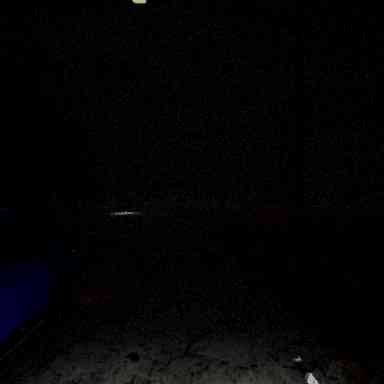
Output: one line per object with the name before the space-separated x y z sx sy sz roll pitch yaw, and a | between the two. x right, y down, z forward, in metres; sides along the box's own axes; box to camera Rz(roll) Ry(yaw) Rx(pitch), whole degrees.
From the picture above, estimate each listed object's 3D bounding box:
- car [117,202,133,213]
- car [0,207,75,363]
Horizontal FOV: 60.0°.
car | -9.218 2.023 45.554 2.033 1.411 5.357 0 -1 -15
car | -3.223 1.270 4.110 2.150 2.045 5.566 0 -1 -2
